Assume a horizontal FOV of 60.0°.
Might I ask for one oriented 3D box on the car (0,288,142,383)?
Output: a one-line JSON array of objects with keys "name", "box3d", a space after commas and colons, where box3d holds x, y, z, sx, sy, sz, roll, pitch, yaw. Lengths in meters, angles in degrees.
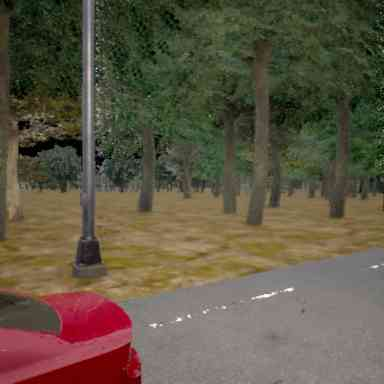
[{"name": "car", "box3d": [-2.761, 1.480, 2.022, 5.008, 1.535, 1.882, 0, 0, -35]}]
